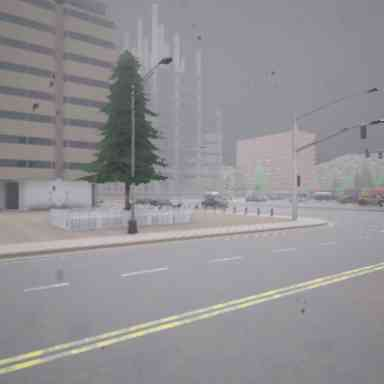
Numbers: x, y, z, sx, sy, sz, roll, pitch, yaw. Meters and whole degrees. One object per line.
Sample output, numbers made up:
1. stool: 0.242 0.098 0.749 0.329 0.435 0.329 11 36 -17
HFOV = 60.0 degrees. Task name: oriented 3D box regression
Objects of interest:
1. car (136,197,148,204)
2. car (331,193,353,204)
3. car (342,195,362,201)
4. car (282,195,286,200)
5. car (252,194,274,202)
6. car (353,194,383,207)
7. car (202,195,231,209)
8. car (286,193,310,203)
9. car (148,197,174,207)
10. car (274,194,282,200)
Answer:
1. car: -9.088 1.585 64.145 1.994 1.385 4.181 0 0 -35
2. car: 35.385 1.197 76.981 1.932 1.855 4.605 0 0 -36
3. car: 37.781 1.409 78.610 1.784 1.438 3.905 0 0 -36
4. car: 22.123 1.194 86.025 1.932 1.855 4.605 0 0 -36
5. car: 17.609 1.433 82.747 1.970 1.475 3.806 0 0 -36
6. car: 27.222 1.184 49.671 1.932 1.855 4.605 0 0 -36
7. car: 3.327 1.523 46.695 1.837 1.490 4.892 0 0 -36
8. car: 21.676 1.429 67.101 1.970 1.475 3.806 0 0 -36
9. car: -4.619 1.580 51.778 1.994 1.385 4.181 0 0 -36
10. car: 19.967 1.403 84.427 1.784 1.438 3.905 0 0 -36
